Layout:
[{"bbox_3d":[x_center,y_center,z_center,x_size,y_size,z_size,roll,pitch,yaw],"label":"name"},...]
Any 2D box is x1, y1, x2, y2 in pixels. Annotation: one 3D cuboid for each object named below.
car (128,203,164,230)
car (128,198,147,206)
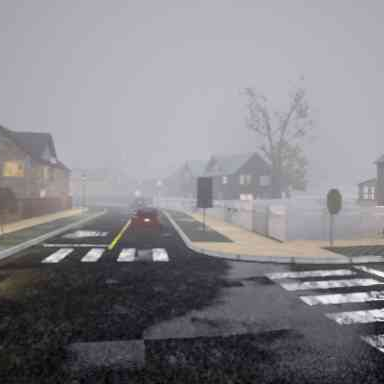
[{"bbox_3d":[-2.868,1.640,21.603,1.994,1.385,4.181,1,0,-6],"label":"car"},{"bbox_3d":[-7.693,1.553,46.726,2.097,1.767,4.553,1,-1,-20],"label":"car"}]
